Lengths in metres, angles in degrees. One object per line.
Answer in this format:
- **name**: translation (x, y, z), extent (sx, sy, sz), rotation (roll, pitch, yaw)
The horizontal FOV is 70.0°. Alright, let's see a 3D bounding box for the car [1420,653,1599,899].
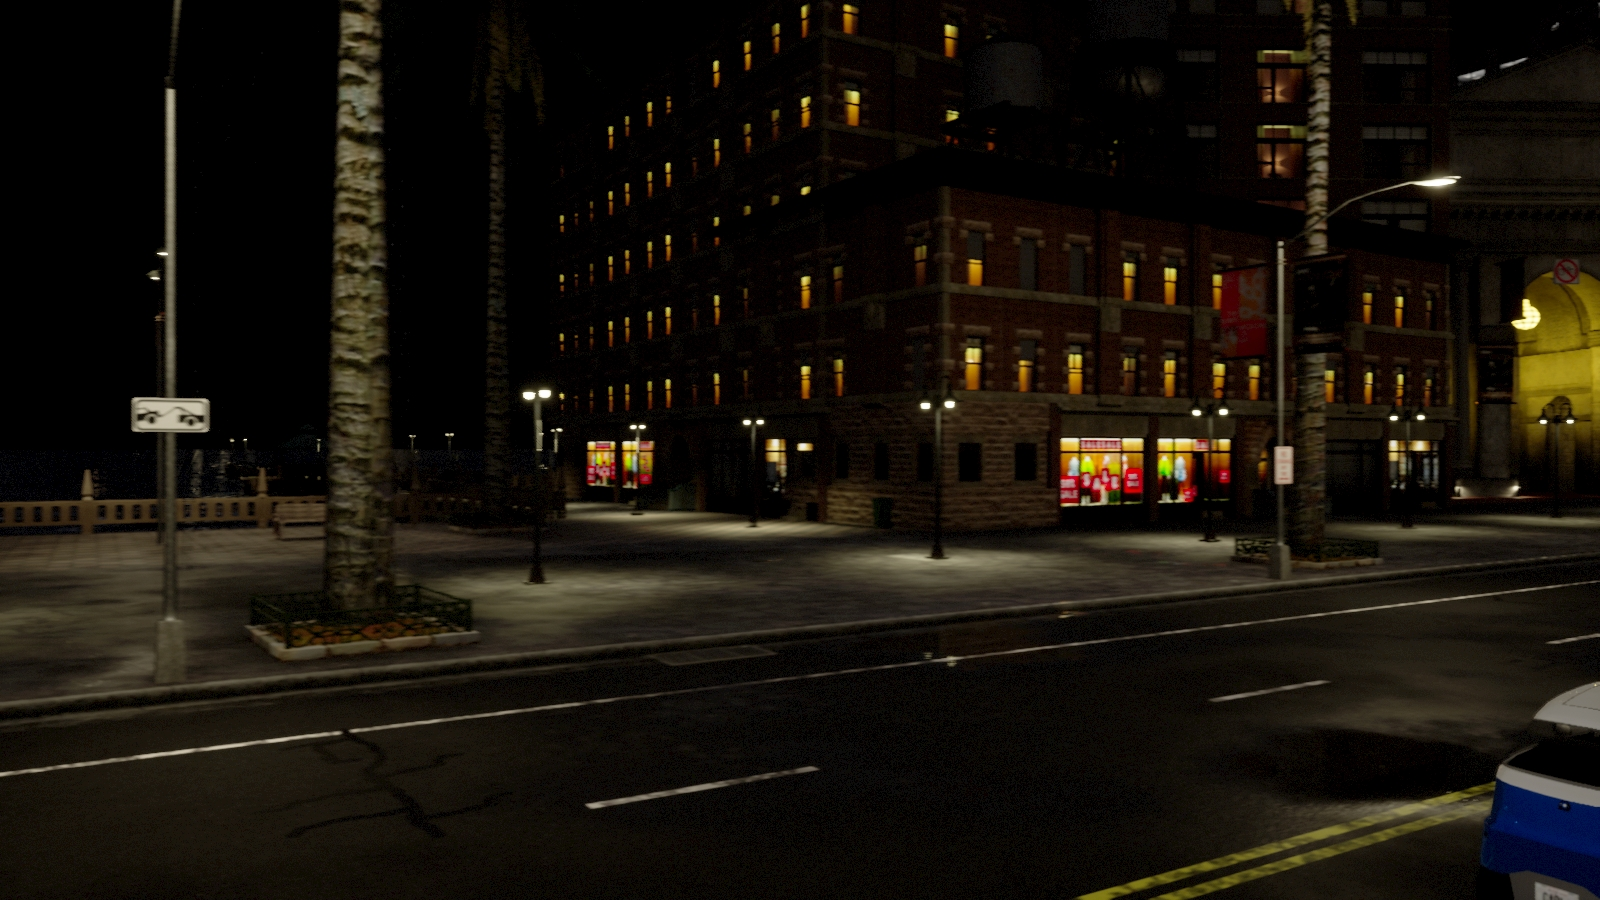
- **car**: translation (5.049, 2.119, 6.802), extent (2.207, 1.376, 1.481), rotation (0, 0, -32)
